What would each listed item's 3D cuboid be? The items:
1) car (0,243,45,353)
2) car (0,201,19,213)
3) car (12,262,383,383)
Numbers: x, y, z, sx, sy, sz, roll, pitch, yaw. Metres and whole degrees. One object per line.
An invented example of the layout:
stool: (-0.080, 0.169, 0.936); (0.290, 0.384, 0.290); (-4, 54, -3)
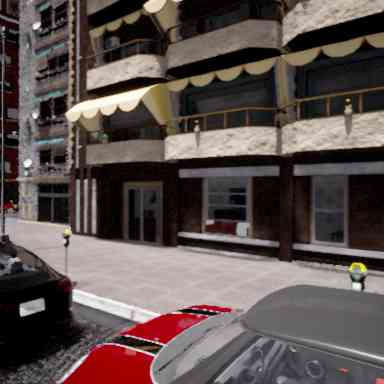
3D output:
car: (-3.776, 1.531, 5.567); (4.313, 1.339, 1.947); (0, 0, 36)
car: (-20.118, 1.715, 38.864); (1.887, 1.381, 4.507); (-1, -1, 35)
car: (0.808, 1.437, 2.296); (4.097, 1.590, 1.967); (0, 0, 36)
